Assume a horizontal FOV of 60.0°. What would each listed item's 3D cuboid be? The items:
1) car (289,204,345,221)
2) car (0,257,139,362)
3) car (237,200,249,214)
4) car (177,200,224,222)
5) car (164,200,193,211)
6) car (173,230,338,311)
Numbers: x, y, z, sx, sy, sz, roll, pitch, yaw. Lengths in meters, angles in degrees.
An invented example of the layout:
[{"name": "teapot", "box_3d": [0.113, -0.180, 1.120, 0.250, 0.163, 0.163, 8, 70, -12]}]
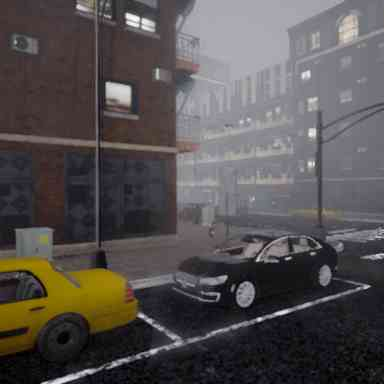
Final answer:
[{"name": "car", "box_3d": [10.847, 1.728, 29.234, 1.752, 1.417, 4.829, -1, 0, -36]}, {"name": "car", "box_3d": [-3.121, 1.525, 4.351, 4.829, 1.417, 1.752, 1, -1, -35]}, {"name": "car", "box_3d": [4.516, 1.672, 38.104, 1.967, 1.590, 4.097, -1, 0, -36]}, {"name": "car", "box_3d": [0.909, 1.707, 28.733, 1.967, 1.590, 4.097, -1, 0, -36]}, {"name": "car", "box_3d": [-1.913, 1.812, 47.114, 2.008, 1.369, 4.403, -1, 0, -36]}, {"name": "car", "box_3d": [1.633, 1.601, 7.731, 4.403, 1.369, 2.008, 1, -1, -35]}]
